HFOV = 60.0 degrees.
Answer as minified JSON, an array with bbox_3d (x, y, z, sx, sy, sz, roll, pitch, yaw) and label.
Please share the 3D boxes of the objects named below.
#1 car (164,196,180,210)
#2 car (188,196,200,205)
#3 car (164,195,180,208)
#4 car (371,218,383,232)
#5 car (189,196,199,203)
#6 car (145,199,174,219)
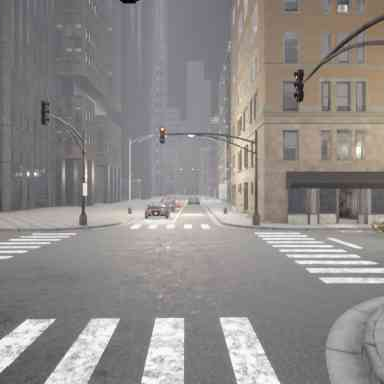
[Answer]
[{"bbox_3d":[-2.932,1.505,39.268,2.128,1.511,4.902,0,0,0],"label":"car"},{"bbox_3d":[0.337,1.572,58.567,1.994,1.385,4.181,0,0,0],"label":"car"},{"bbox_3d":[-2.886,1.368,49.167,2.097,1.767,4.553,0,0,0],"label":"car"},{"bbox_3d":[12.186,1.519,17.717,4.829,1.417,1.752,0,0,-1],"label":"car"},{"bbox_3d":[0.376,1.545,69.892,1.994,1.385,4.181,0,0,0],"label":"car"},{"bbox_3d":[-2.978,1.573,29.414,1.994,1.385,4.181,0,0,0],"label":"car"}]
